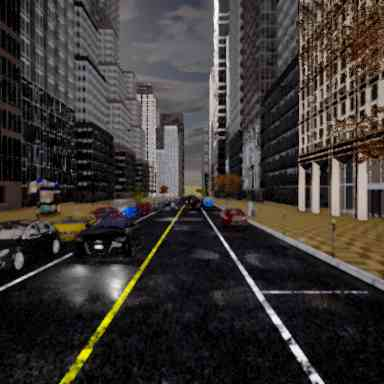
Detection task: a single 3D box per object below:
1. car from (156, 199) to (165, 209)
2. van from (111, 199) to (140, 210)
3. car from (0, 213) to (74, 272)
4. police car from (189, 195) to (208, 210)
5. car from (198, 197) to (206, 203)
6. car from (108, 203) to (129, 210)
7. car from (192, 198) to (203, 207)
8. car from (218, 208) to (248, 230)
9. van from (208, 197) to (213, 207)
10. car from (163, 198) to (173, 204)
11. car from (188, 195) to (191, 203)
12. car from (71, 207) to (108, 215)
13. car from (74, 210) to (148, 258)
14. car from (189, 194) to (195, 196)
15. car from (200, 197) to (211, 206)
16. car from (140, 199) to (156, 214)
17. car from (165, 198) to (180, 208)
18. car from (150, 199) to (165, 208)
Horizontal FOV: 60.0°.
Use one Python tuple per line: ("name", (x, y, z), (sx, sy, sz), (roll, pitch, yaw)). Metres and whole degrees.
("car", (-5.715, 1.838, 50.123), (2.008, 1.369, 4.403), (-1, 0, 0))
("van", (-5.713, 1.494, 27.623), (1.690, 1.788, 3.998), (-1, 0, 0))
("car", (-5.705, 1.608, 10.748), (2.008, 1.369, 4.403), (-1, 0, 0))
("police car", (0.887, 1.700, 47.985), (1.930, 1.638, 5.238), (0, 0, 0))
("car", (2.654, 2.075, 89.670), (1.752, 1.417, 4.829), (-1, 0, 0))
("car", (-5.708, 1.665, 21.998), (1.887, 1.381, 4.507), (-1, 0, 0))
("car", (0.885, 1.842, 57.875), (1.837, 1.490, 4.892), (0, 0, 0))
("car", (2.673, 1.703, 22.000), (1.802, 1.307, 4.206), (-1, 0, 0))
("van", (2.659, 1.665, 55.752), (1.690, 1.788, 3.998), (-1, 0, 0))
("car", (-5.723, 2.022, 78.247), (2.008, 1.369, 4.403), (-1, 0, 0))
("car", (0.744, 1.856, 63.912), (1.882, 1.535, 5.008), (0, 0, 3))
("car", (-5.707, 1.612, 16.203), (1.752, 1.417, 4.829), (-1, 0, 0))
("car", (-3.102, 1.633, 13.021), (1.994, 1.385, 4.181), (0, 0, 0))
("car", (-0.022, 1.870, 82.814), (1.837, 1.490, 4.892), (0, 0, 0))
("car", (2.658, 1.837, 67.000), (1.967, 1.590, 4.097), (-1, 0, 0))
("car", (-5.712, 1.763, 38.872), (1.887, 1.381, 4.507), (-1, 0, 0))
("car", (-3.067, 1.810, 55.148), (2.128, 1.511, 4.902), (0, 0, 0))
("car", (-5.717, 1.874, 55.747), (2.008, 1.369, 4.403), (-1, 0, 0))
